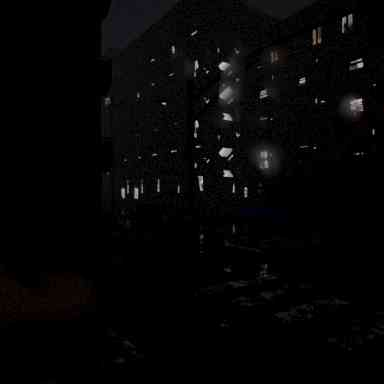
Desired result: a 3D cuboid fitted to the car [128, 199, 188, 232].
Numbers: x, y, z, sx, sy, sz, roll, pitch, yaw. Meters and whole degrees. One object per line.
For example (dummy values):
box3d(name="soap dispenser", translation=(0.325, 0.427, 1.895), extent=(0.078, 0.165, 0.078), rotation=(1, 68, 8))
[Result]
box3d(name="car", translation=(-1.876, 1.441, 20.020), extent=(1.967, 1.590, 4.097), rotation=(0, 0, -36))

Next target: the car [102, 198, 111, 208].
box3d(name="car", translation=(-11.737, 1.463, 47.827), extent=(1.887, 1.381, 4.507), rotation=(-1, 0, -36))

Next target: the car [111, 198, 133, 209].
box3d(name="car", translation=(-8.407, 1.463, 43.249), extent=(1.887, 1.381, 4.507), rotation=(-1, 0, -36))

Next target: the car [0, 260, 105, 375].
box3d(name="car", translation=(-3.568, 1.525, 4.020), extent=(4.829, 1.417, 1.752), rotation=(0, 0, -36))

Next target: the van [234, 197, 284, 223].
box3d(name="van", translation=(4.913, 1.280, 24.934), extent=(1.690, 1.788, 3.998), rotation=(0, 0, -36))
